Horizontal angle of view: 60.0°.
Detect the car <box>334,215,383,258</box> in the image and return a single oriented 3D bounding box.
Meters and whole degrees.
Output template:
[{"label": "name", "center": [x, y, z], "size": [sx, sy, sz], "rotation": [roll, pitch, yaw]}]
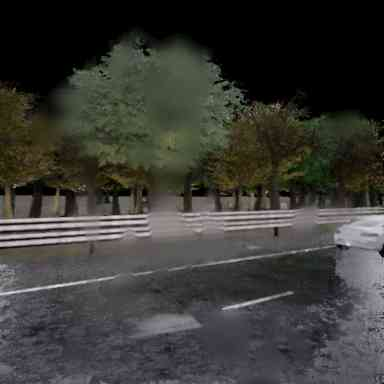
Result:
[{"label": "car", "center": [7.619, 1.664, 13.363], "size": [4.674, 1.442, 1.812], "rotation": [0, 0, -33]}]
